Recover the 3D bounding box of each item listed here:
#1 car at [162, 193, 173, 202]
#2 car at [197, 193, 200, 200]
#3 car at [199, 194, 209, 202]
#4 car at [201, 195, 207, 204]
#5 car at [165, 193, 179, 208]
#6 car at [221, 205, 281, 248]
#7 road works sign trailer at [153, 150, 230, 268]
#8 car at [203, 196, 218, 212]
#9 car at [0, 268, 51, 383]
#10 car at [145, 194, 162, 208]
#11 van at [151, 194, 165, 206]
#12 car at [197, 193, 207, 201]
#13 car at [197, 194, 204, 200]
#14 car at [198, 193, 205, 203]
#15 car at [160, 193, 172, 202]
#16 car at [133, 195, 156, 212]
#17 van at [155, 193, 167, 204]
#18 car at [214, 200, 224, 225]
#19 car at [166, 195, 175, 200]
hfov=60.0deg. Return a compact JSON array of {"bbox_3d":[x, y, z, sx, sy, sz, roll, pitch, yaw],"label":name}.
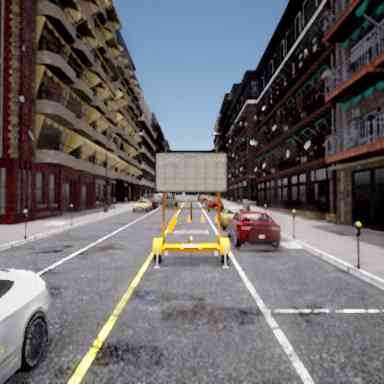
[{"bbox_3d":[-5.442,1.146,75.270,2.192,1.841,5.009,1,0,0],"label":"car"},{"bbox_3d":[2.456,1.382,64.165,1.887,1.381,4.507,1,0,0],"label":"car"},{"bbox_3d":[2.454,1.274,69.696,1.967,1.590,4.097,1,0,0],"label":"car"},{"bbox_3d":[2.500,1.421,42.043,2.008,1.369,4.403,1,0,0],"label":"car"},{"bbox_3d":[-2.935,1.215,45.284,2.097,1.767,4.553,0,0,0],"label":"car"},{"bbox_3d":[2.557,1.490,14.389,1.887,1.381,4.507,1,0,0],"label":"car"},{"bbox_3d":[-0.022,0.420,11.044,2.380,3.560,2.880,0,0,0],"label":"road works sign trailer"},{"bbox_3d":[2.512,1.428,36.511,1.887,1.381,4.507,1,0,0],"label":"car"},{"bbox_3d":[-2.853,1.513,2.895,1.812,1.442,4.674,0,0,0],"label":"car"},{"bbox_3d":[-5.373,1.185,42.089,2.192,1.841,5.009,2,0,0],"label":"car"},{"bbox_3d":[-5.397,1.190,53.148,1.690,1.788,3.998,2,0,0],"label":"van"},{"bbox_3d":[2.393,1.144,80.758,2.192,1.841,5.009,1,0,0],"label":"car"},{"bbox_3d":[2.367,1.272,91.821,1.967,1.590,4.097,1,0,0],"label":"car"},{"bbox_3d":[2.467,1.388,58.635,1.887,1.381,4.507,1,0,0],"label":"car"},{"bbox_3d":[-5.431,1.149,69.741,2.192,1.841,5.009,1,0,0],"label":"car"},{"bbox_3d":[-5.368,1.409,36.388,1.752,1.417,4.829,2,0,0],"label":"car"},{"bbox_3d":[-5.409,1.184,58.680,1.690,1.788,3.998,1,0,0],"label":"van"},{"bbox_3d":[2.546,1.452,20.091,1.752,1.417,4.829,1,0,0],"label":"car"},{"bbox_3d":[-5.471,1.395,86.333,1.947,1.339,4.313,1,0,0],"label":"car"}]
